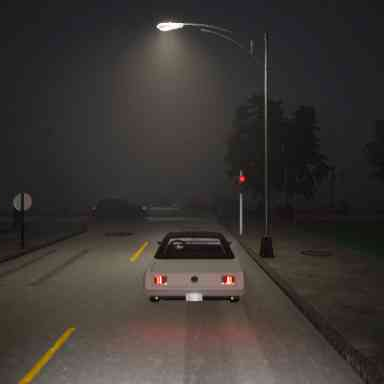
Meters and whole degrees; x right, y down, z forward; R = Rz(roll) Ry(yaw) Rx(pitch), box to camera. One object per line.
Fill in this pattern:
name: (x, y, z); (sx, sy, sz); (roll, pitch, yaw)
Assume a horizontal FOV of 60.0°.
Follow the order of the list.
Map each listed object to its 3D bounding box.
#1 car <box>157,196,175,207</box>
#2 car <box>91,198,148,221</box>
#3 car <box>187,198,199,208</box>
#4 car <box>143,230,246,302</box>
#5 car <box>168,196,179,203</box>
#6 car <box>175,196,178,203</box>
car: (-4.055, 1.503, 50.066); (1.837, 1.490, 4.892); (0, 0, 0)
car: (-5.892, 1.350, 27.356); (4.553, 1.767, 2.097); (0, 0, -16)
car: (0.155, 1.545, 48.470); (2.033, 1.411, 5.357); (0, 0, 0)
car: (0.063, 1.601, 8.194); (1.895, 1.301, 4.718); (0, 0, 0)
car: (-3.943, 1.537, 70.105); (2.033, 1.411, 5.357); (0, 0, 0)
car: (-4.023, 1.545, 59.764); (2.033, 1.411, 5.357); (0, 0, 0)
